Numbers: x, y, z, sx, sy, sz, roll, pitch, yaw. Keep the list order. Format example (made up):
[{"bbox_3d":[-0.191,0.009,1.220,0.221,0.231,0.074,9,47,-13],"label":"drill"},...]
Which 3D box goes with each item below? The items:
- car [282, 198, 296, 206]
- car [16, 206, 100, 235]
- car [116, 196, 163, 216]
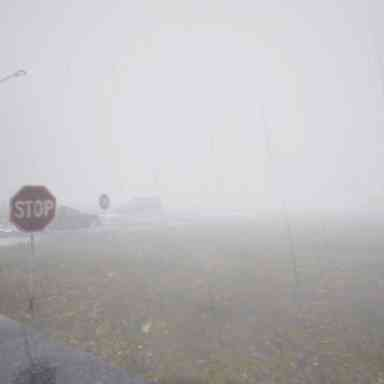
[{"bbox_3d":[20.962,2.173,71.853,1.882,1.535,5.008,1,0,36],"label":"car"},{"bbox_3d":[-7.870,1.601,20.048,1.882,1.535,5.008,1,0,36],"label":"car"},{"bbox_3d":[-5.467,1.501,35.306,2.150,2.045,5.566,1,1,36],"label":"car"}]
